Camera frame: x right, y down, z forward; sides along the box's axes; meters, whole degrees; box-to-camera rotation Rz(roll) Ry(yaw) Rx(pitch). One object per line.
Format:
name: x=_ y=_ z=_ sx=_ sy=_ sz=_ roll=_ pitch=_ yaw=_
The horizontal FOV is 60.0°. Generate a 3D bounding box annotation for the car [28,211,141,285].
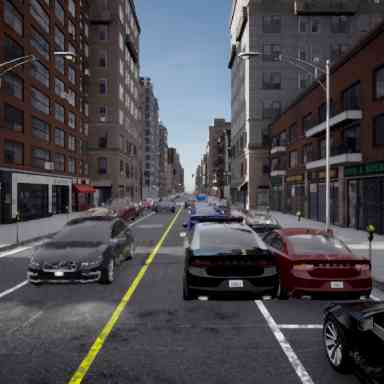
car: x=-2.865 y=1.505 z=9.582 sx=1.837 sy=1.490 sz=4.892 roll=0 pitch=0 yaw=0

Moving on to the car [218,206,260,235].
car: x=2.601 y=1.584 z=19.284 sx=1.802 sy=1.307 sz=4.206 roll=0 pitch=0 yaw=0

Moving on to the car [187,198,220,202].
car: x=0.779 y=1.481 z=24.423 sx=1.882 sy=1.535 sz=5.008 roll=0 pitch=0 yaw=0

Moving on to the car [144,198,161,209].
car: x=-5.475 y=1.532 z=46.685 sx=1.752 sy=1.417 sz=4.829 roll=0 pitch=0 yaw=0

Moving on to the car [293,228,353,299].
car: x=2.621 y=1.545 z=8.246 sx=1.887 sy=1.381 sz=4.507 roll=0 pitch=0 yaw=0

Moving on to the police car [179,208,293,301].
police car: x=0.712 y=1.426 z=8.514 sx=1.930 sy=1.638 sz=5.238 roll=0 pitch=0 yaw=-2

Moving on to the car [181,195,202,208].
car: x=-0.063 y=1.498 z=46.417 sx=2.128 sy=1.511 sz=4.902 roll=0 pitch=0 yaw=0

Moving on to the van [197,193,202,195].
van: x=2.490 y=1.352 z=79.478 sx=1.690 sy=1.788 sz=3.998 roll=0 pitch=0 yaw=0

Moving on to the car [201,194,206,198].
car: x=2.550 y=1.447 z=46.878 sx=1.967 sy=1.590 sz=4.097 roll=0 pitch=0 yaw=0

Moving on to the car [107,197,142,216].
car: x=-5.434 y=1.318 z=24.781 sx=2.192 sy=1.841 sz=5.009 roll=0 pitch=0 yaw=0

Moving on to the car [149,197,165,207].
car: x=-5.485 y=1.559 z=52.373 sx=2.008 sy=1.369 sz=4.403 roll=0 pitch=0 yaw=0

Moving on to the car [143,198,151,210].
car: x=-5.465 y=1.446 z=41.337 sx=1.967 sy=1.590 sz=4.097 roll=0 pitch=0 yaw=0

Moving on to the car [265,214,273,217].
car: x=2.611 y=1.552 z=13.765 sx=2.008 sy=1.369 sz=4.403 roll=0 pitch=0 yaw=0

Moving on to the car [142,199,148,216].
car: x=-5.444 y=1.586 z=30.300 sx=1.802 sy=1.307 sz=4.206 roll=0 pitch=0 yaw=0

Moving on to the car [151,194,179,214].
car: x=-2.814 y=1.357 z=35.723 sx=2.097 sy=1.767 sz=4.553 roll=0 pitch=0 yaw=0

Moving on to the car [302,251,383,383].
car: x=2.632 y=1.566 z=2.727 sx=1.947 sy=1.339 sz=4.313 roll=0 pitch=0 yaw=0

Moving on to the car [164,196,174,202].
car: x=-5.535 y=1.562 z=79.455 sx=2.008 sy=1.369 sz=4.403 roll=0 pitch=0 yaw=0

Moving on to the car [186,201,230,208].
car: x=0.790 y=1.480 z=18.423 sx=1.882 sy=1.535 sz=5.008 roll=0 pitch=0 yaw=0

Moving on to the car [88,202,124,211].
car: x=-5.419 y=1.527 z=19.095 sx=1.752 sy=1.417 sz=4.829 roll=0 pitch=0 yaw=0
